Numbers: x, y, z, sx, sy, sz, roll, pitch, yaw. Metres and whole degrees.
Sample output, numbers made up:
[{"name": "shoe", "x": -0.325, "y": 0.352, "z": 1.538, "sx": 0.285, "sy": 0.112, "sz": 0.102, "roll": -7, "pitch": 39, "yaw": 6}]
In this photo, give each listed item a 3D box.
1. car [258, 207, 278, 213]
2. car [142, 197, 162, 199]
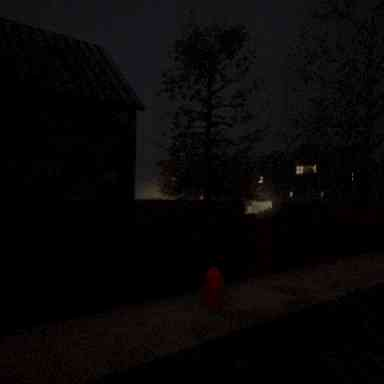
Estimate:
[{"name": "car", "x": 7.563, "y": 1.728, "z": 27.955, "sx": 1.812, "sy": 1.442, "sz": 4.674, "roll": 2, "pitch": -2, "yaw": -35}, {"name": "car", "x": -6.089, "y": 1.702, "z": 47.461, "sx": 2.150, "sy": 2.045, "sz": 5.566, "roll": 2, "pitch": -1, "yaw": -34}]
